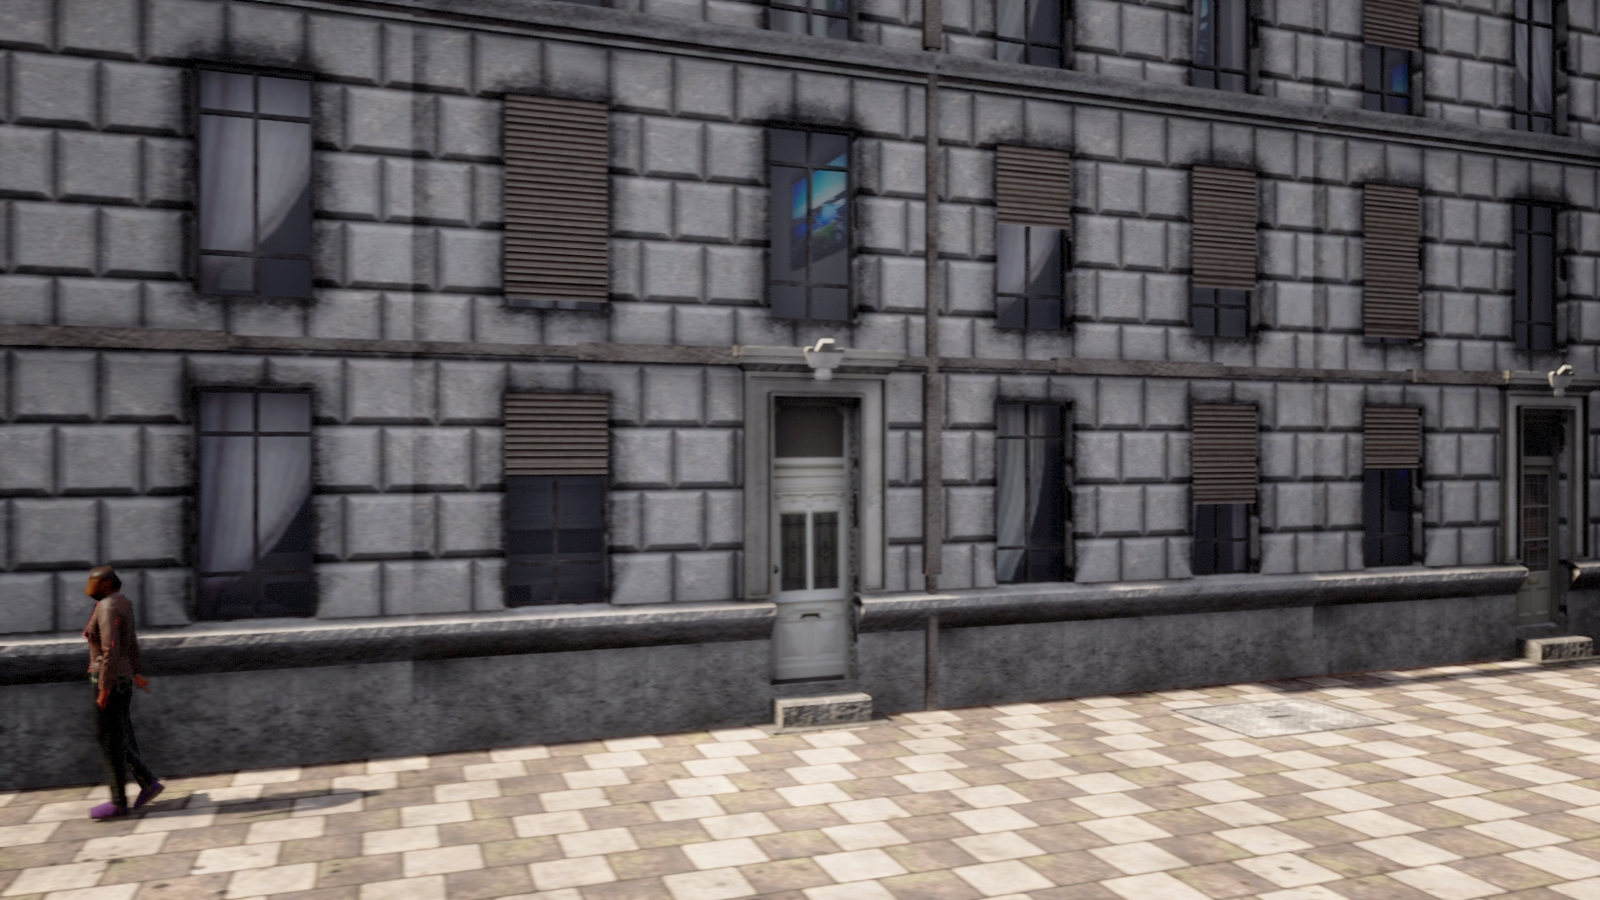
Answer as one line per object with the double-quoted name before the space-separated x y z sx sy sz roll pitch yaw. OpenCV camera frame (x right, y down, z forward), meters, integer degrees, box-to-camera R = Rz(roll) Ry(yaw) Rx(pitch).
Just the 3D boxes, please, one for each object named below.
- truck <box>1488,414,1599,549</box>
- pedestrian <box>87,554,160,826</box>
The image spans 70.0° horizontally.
"truck" 24.320 0.892 32.204 2.891 3.827 8.468 0 0 -20
"pedestrian" -4.858 1.697 8.220 0.375 1.860 0.375 0 0 -18
